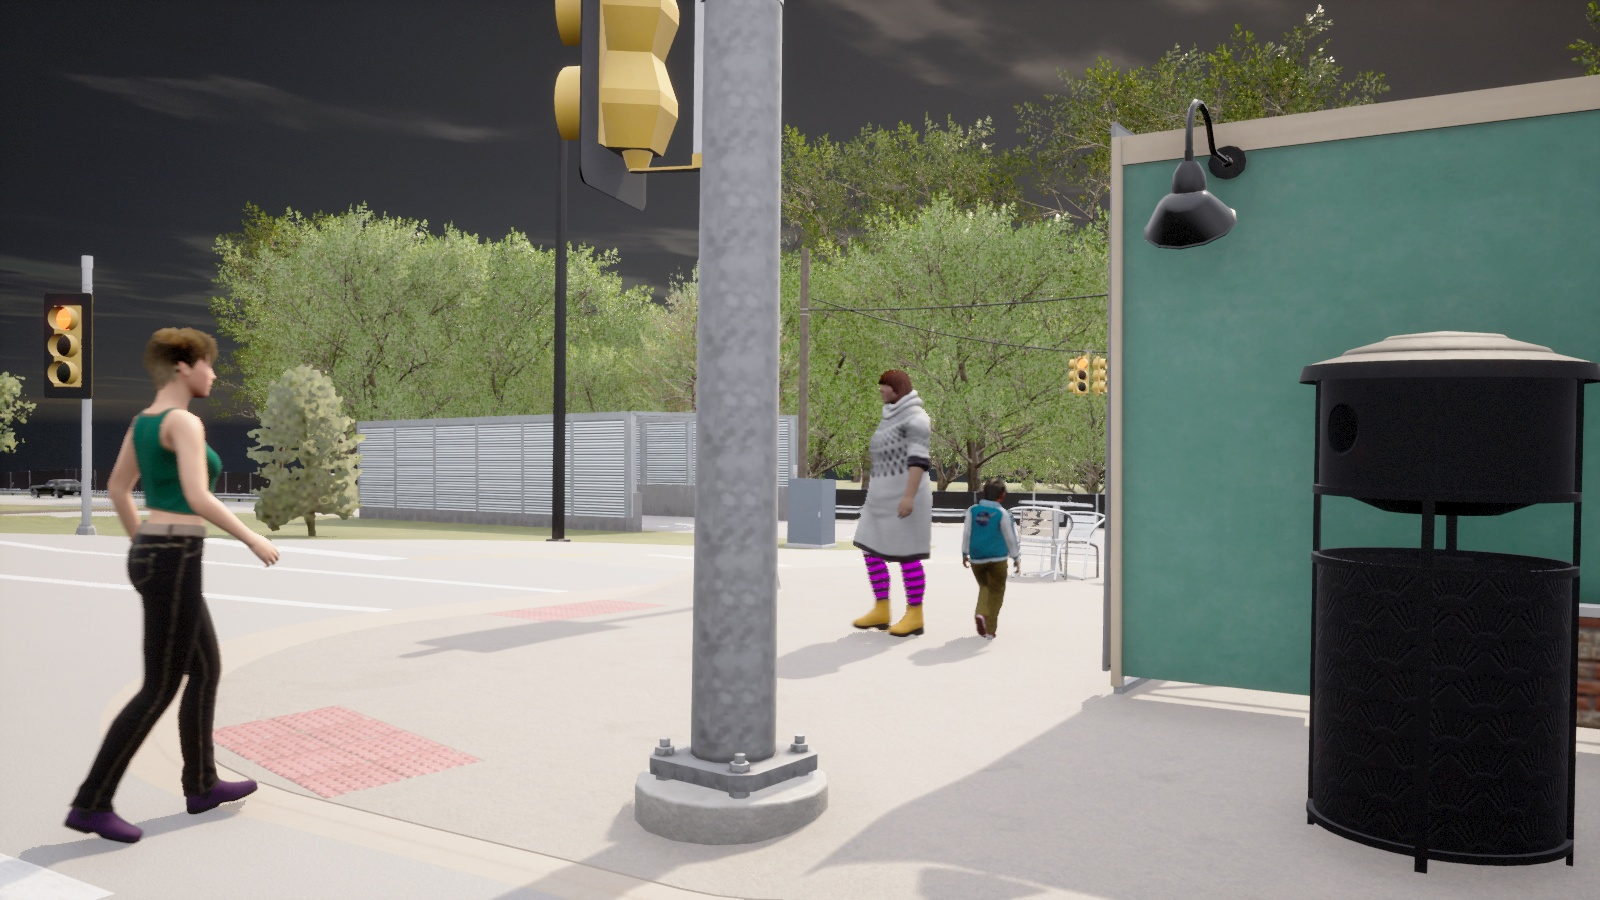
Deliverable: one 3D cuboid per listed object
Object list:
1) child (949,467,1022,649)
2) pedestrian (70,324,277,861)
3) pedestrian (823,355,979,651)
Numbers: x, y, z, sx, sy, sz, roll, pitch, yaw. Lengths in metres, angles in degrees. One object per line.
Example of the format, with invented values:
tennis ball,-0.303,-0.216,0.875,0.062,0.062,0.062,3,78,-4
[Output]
child,1.271,0.717,8.590,0.343,1.192,0.448,0,1,31
pedestrian,-2.294,0.484,4.611,0.594,1.836,0.345,-1,1,-41
pedestrian,0.694,0.344,8.759,0.873,1.952,0.659,-1,1,-23
